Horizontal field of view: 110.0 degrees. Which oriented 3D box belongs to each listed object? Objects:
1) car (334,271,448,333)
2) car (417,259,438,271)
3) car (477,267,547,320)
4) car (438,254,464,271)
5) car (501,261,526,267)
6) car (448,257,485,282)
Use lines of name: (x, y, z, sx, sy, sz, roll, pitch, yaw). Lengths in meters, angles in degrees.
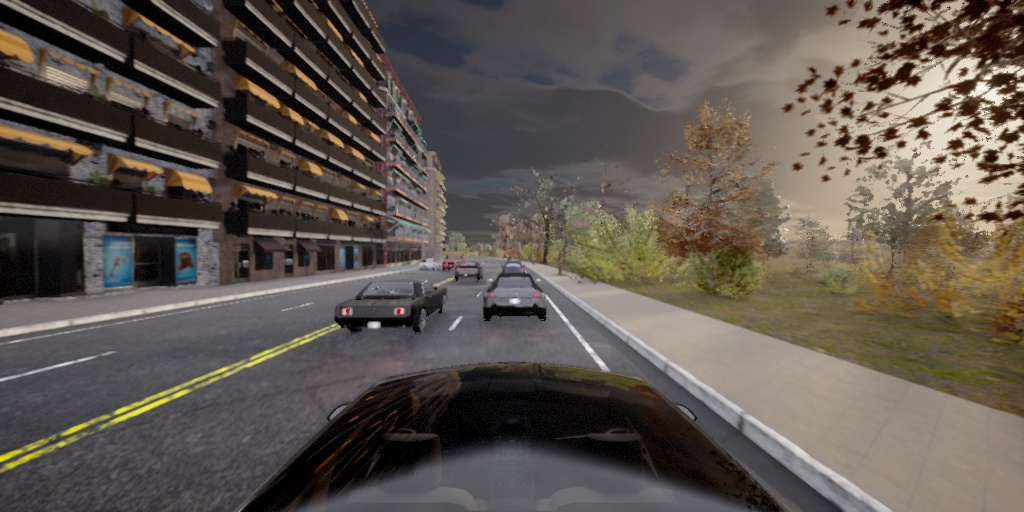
car: (-3.169, 1.299, 10.505, 1.895, 1.301, 4.718, 0, 0, 0)
car: (-9.926, 1.044, 42.761, 1.812, 1.442, 4.674, 0, 0, -1)
car: (0.086, 1.252, 12.314, 1.994, 1.385, 4.181, 0, 0, 0)
car: (-6.662, 0.744, 41.480, 2.150, 2.045, 5.566, 0, 1, -1)
car: (0.089, 1.125, 28.165, 1.812, 1.442, 4.674, 0, 0, 0)
car: (-3.163, 1.096, 27.123, 2.128, 1.511, 4.902, 0, 0, 0)
